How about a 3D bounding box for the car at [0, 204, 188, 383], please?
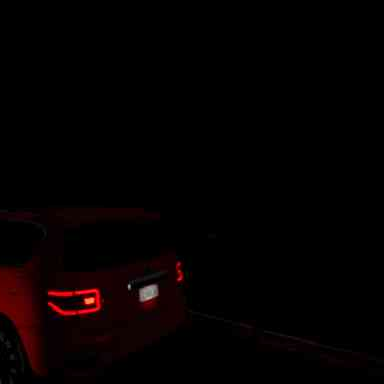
[{"bbox_3d":[-2.664,1.220,5.278,5.566,2.045,2.150,0,0,35],"label":"car"}]
